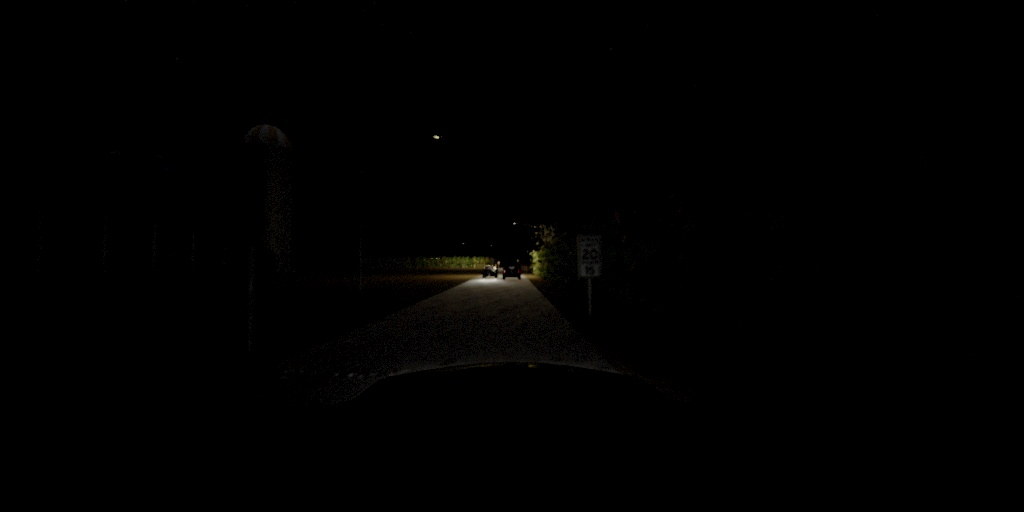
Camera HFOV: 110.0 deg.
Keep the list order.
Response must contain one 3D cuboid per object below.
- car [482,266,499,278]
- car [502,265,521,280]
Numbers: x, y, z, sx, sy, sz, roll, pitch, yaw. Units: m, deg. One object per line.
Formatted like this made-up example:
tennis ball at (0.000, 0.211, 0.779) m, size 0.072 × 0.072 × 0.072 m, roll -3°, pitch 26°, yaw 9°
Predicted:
car at (-2.781, 2.047, 46.587) m, size 2.128 × 1.511 × 4.902 m, roll 0°, pitch -1°, yaw 0°
car at (-0.029, 1.809, 41.973) m, size 2.097 × 1.767 × 4.553 m, roll 0°, pitch -1°, yaw 0°
